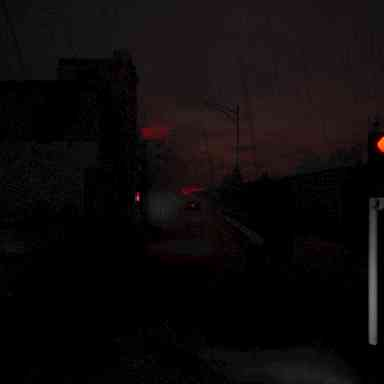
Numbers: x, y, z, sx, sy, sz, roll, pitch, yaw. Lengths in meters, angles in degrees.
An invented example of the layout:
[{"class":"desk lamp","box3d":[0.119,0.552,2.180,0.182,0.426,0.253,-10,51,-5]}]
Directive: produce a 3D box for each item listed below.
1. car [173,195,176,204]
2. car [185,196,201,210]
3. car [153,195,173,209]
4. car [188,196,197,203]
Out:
[{"class":"car","box3d":[-4.117,1.601,53.600,1.895,1.301,4.718,0,0,0]},{"class":"car","box3d":[0.085,1.477,43.133,1.882,1.535,5.008,0,0,0]},{"class":"car","box3d":[-4.118,1.491,44.316,2.128,1.511,4.902,0,0,0]},{"class":"car","box3d":[0.062,1.525,68.884,1.812,1.442,4.674,0,0,0]}]
